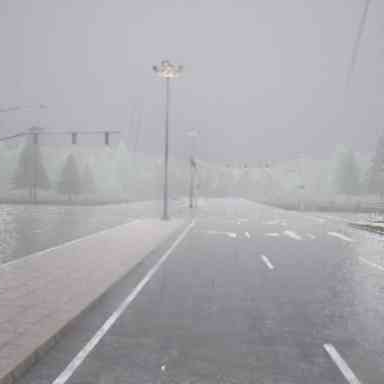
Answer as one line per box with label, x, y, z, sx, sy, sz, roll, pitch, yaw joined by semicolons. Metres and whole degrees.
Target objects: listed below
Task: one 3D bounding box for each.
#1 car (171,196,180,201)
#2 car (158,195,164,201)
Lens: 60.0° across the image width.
car;-4.537;1.769;91.139;1.994;1.385;4.181;1;0;5
car;-8.018;1.627;91.481;1.882;1.535;5.008;1;0;5
